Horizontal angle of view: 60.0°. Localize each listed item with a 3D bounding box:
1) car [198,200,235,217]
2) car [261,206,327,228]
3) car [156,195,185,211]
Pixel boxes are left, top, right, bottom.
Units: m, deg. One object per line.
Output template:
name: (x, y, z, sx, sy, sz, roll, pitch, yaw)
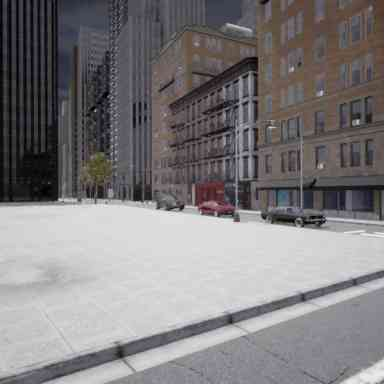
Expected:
car: (2.321, 1.608, 32.490, 1.882, 1.535, 5.008, 0, 0, -26)
car: (6.953, 1.676, 23.092, 1.895, 1.301, 4.718, 0, 0, -26)
car: (-2.889, 1.420, 43.093, 2.150, 2.045, 5.566, 0, 0, -27)
